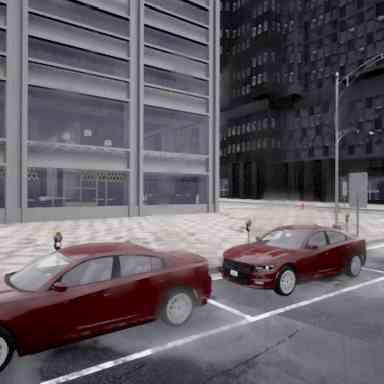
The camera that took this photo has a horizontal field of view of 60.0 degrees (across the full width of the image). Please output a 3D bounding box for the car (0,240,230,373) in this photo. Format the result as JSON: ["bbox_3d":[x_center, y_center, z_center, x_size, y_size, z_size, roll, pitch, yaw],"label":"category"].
[{"bbox_3d":[-1.739,1.545,5.426,4.507,1.381,1.887,0,0,-36],"label":"car"}]

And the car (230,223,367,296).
[{"bbox_3d":[2.754,1.545,8.642,4.507,1.381,1.887,0,0,-36],"label":"car"}]
